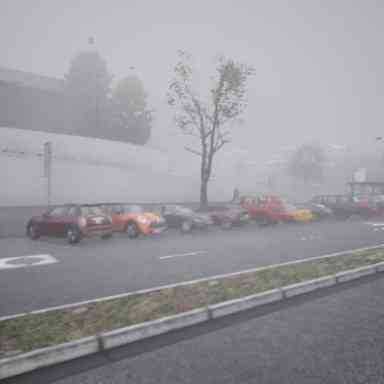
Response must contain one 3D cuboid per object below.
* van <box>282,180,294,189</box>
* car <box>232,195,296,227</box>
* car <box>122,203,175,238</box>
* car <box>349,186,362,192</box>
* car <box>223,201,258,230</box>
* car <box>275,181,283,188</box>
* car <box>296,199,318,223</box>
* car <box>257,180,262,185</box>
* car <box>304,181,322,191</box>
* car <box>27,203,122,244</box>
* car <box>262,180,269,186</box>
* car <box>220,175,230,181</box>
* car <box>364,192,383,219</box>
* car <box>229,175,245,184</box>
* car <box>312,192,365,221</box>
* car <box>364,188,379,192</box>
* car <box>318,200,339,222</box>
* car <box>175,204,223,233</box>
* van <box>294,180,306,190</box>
[{"bbox_3d":[23.172,-1.730,76.479,1.878,1.987,4.442,7,3,35],"label":"van"},{"bbox_3d":[3.832,1.253,22.964,5.566,2.045,2.435,-1,-1,35],"label":"car"},{"bbox_3d":[-3.501,1.365,17.749,4.553,1.767,2.185,-1,-1,35],"label":"car"},{"bbox_3d":[31.865,-0.392,64.255,2.435,2.045,5.566,7,3,35],"label":"car"},{"bbox_3d":[1.387,1.527,21.219,4.792,1.488,2.163,-1,-1,35],"label":"car"},{"bbox_3d":[21.598,-1.778,79.211,1.946,1.575,5.366,7,3,35],"label":"car"},{"bbox_3d":[6.153,1.510,24.790,5.366,1.575,1.946,-1,-1,35],"label":"car"},{"bbox_3d":[18.027,-2.283,83.995,2.002,1.452,4.674,7,3,35],"label":"car"},{"bbox_3d":[26.658,-0.958,71.643,2.231,1.521,4.892,7,3,35],"label":"car"},{"bbox_3d":[-5.897,1.363,15.966,4.553,1.767,2.185,-1,0,35],"label":"car"},{"bbox_3d":[19.768,-2.009,81.532,2.002,1.452,4.674,7,3,35],"label":"car"},{"bbox_3d":[11.075,-3.664,93.768,2.435,2.045,5.566,7,3,34],"label":"car"},{"bbox_3d":[13.702,1.280,29.877,5.566,2.045,2.435,-1,-1,35],"label":"car"},{"bbox_3d":[12.925,-3.141,91.508,1.946,1.575,5.366,7,3,34],"label":"car"},{"bbox_3d":[11.188,1.273,28.173,5.566,2.045,2.435,-1,-1,35],"label":"car"},{"bbox_3d":[33.554,0.170,61.782,2.002,1.452,4.674,7,3,35],"label":"car"},{"bbox_3d":[8.760,1.557,26.416,4.674,1.452,2.002,-1,-1,35],"label":"car"},{"bbox_3d":[-1.034,1.495,19.474,4.892,1.521,2.231,-1,-1,35],"label":"car"},{"bbox_3d":[24.899,-1.457,74.007,1.878,1.987,4.442,7,4,35],"label":"van"}]
